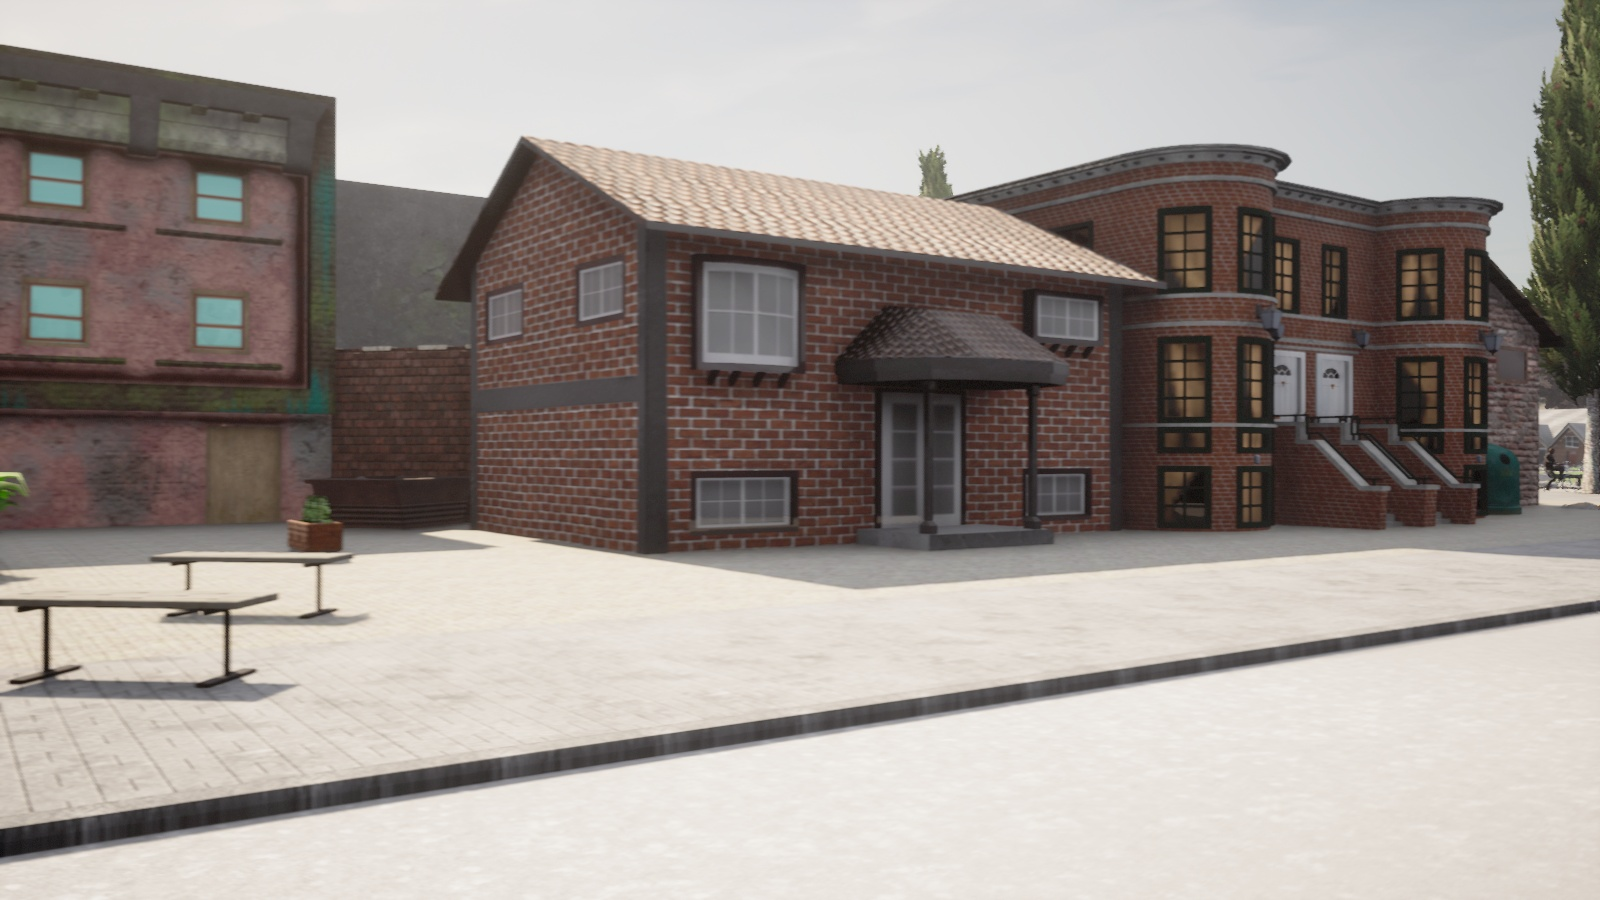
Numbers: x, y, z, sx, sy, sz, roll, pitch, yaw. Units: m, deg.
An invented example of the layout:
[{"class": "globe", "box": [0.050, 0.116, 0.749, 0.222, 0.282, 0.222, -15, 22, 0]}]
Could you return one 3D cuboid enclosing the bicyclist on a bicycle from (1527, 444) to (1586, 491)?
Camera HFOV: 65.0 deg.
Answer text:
[{"class": "bicyclist on a bicycle", "box": [29.583, 0.673, 49.129, 0.659, 1.776, 1.843, 0, 0, -35]}]
